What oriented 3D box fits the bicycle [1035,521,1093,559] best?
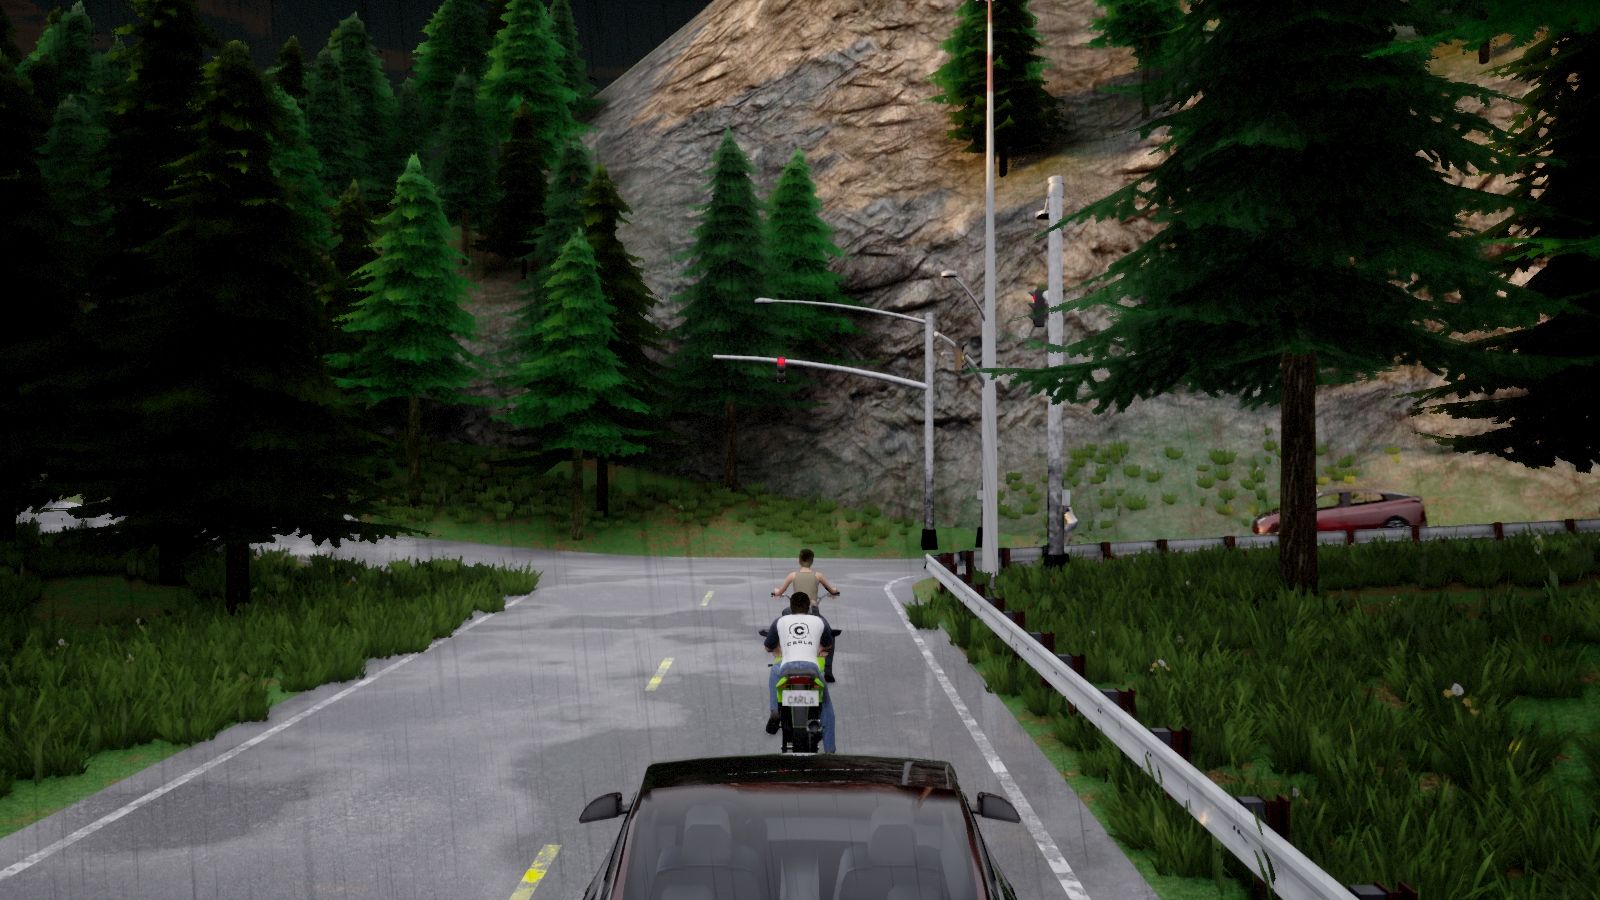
[{"bbox_3d":[8.042,2.745,34.829,1.643,1.024,0.373,-5,-1,14],"label":"bicycle"}]

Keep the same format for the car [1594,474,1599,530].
[{"bbox_3d":[23.301,1.236,28.991,4.792,1.488,2.163,-5,-2,26],"label":"car"}]

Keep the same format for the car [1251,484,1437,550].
[{"bbox_3d":[15.272,1.890,32.386,4.514,1.525,2.007,-5,-2,21],"label":"car"}]

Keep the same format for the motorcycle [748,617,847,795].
[{"bbox_3d":[-0.020,2.213,10.238,0.803,1.145,2.033,0,0,0],"label":"motorcycle"}]

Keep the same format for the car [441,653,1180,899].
[{"bbox_3d":[0.029,2.063,5.012,2.163,1.488,4.792,0,0,0],"label":"car"}]
